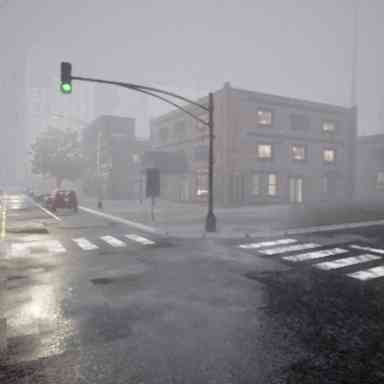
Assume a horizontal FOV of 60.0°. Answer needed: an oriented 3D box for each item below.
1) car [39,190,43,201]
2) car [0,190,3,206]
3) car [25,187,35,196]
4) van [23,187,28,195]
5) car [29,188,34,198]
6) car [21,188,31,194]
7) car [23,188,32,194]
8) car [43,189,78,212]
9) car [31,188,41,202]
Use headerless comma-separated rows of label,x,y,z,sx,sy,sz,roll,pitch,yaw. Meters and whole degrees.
car,-13.633,0.796,32.901,1.947,1.339,4.313,-1,1,-29
car,-21.503,0.385,35.343,2.150,2.045,5.566,-1,1,-29
car,-27.049,0.265,57.045,1.802,1.307,4.206,-1,1,-29
van,-32.416,-0.188,66.698,1.690,1.788,3.998,-1,1,-29
car,-21.683,0.450,47.387,2.008,1.369,4.403,-1,1,-29
car,-40.466,-0.277,81.190,1.947,1.339,4.313,-1,1,-29
car,-37.782,-0.157,76.360,1.802,1.307,4.206,-1,1,-29
car,-10.949,0.657,28.067,2.192,1.841,5.009,-1,1,-29
car,-19.000,0.574,42.559,1.947,1.339,4.313,-1,1,-29
